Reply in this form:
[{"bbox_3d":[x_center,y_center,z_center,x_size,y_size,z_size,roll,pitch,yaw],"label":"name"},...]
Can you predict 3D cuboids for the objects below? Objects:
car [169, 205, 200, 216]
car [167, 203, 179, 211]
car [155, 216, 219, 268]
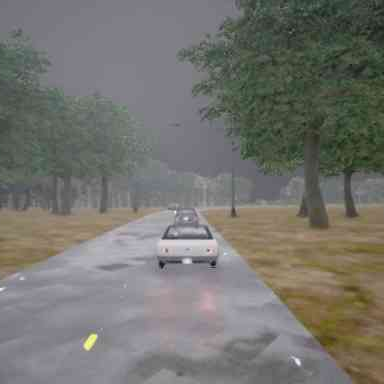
[{"bbox_3d":[-0.406,1.925,25.356,2.033,1.411,5.357,0,-1,0],"label":"car"},{"bbox_3d":[-3.297,2.701,60.153,1.837,1.490,4.892,-1,-2,9],"label":"car"},{"bbox_3d":[-0.152,1.753,11.860,1.895,1.301,4.718,0,-1,-1],"label":"car"}]
